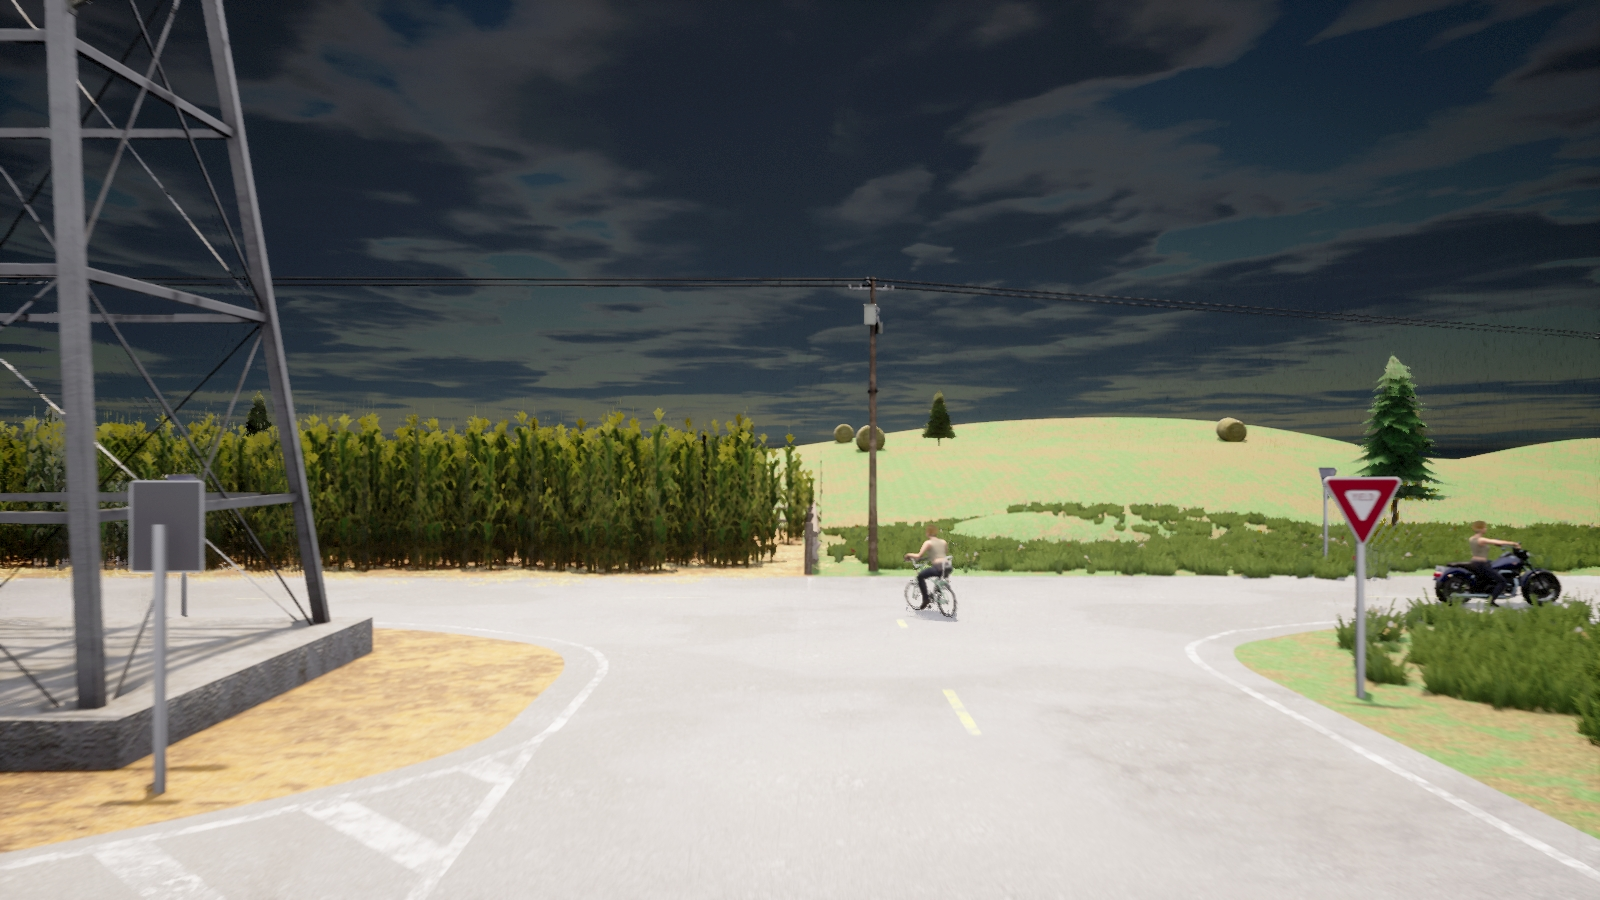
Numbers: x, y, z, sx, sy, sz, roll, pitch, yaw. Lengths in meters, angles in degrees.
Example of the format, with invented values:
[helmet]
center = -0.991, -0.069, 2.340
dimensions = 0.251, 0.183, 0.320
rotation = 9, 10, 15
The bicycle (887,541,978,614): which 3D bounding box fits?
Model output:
[bicycle]
center = 2.310, 2.220, 20.123
dimensions = 0.859, 1.080, 1.487
rotation = -2, 1, -29
